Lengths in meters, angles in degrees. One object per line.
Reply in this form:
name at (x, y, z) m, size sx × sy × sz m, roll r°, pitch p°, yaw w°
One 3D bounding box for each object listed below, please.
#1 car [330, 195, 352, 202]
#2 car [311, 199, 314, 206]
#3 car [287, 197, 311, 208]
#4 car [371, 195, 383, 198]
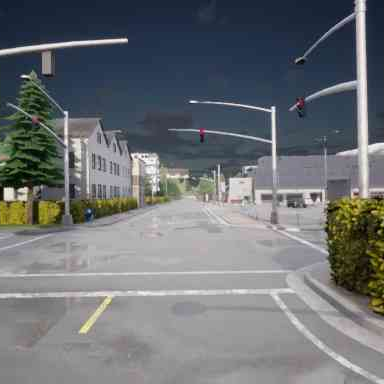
car at (25.474, 1.398, 56.573) m, size 2.152 × 1.636 × 5.027 m, roll -1°, pitch -1°, yaw 0°
car at (19.059, 1.573, 56.231) m, size 1.970 × 1.475 × 3.806 m, roll -1°, pitch -1°, yaw 0°
car at (15.416, 1.629, 49.172) m, size 2.007 × 1.523 × 4.514 m, roll -1°, pitch -1°, yaw 0°
car at (19.112, 1.183, 31.306) m, size 1.905 × 1.878 × 3.866 m, roll -1°, pitch -1°, yaw 0°
